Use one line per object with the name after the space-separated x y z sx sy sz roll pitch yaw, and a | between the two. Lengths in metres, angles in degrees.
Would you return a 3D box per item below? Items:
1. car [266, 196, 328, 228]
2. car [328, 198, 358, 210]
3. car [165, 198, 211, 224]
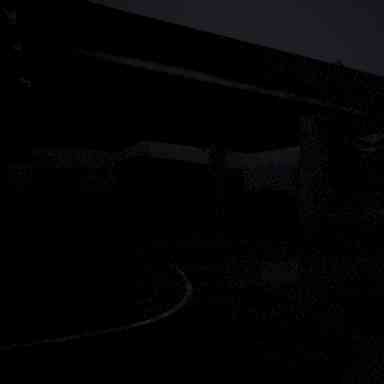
6.508 1.219 21.643 1.905 1.878 3.866 0 1 -22 | car
16.113 1.359 37.385 1.895 1.301 4.718 0 1 -21 | car
-0.351 1.271 23.605 2.242 1.667 4.611 0 1 -22 | car
